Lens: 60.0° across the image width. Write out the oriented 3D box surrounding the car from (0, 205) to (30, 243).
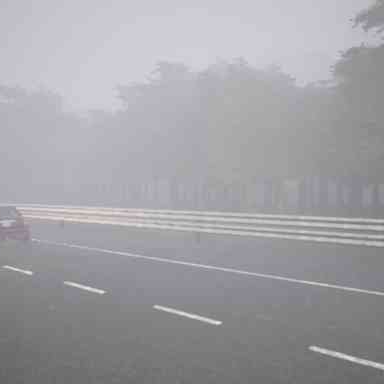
[{"bbox_3d":[-9.235,1.354,14.778,4.553,1.767,2.097,0,0,36],"label":"car"}]
